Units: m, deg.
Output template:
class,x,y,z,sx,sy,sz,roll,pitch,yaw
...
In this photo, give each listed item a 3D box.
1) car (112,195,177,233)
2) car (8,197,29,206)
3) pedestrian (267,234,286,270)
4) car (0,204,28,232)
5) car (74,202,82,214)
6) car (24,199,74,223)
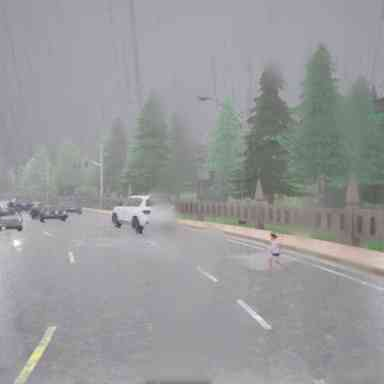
class,x,y,z,sx,sy,sz,roll,pitch,yaw
car,-2.970,1.218,19.847,2.150,2.045,5.566,0,0,-32
car,-18.568,1.347,36.019,2.097,1.767,4.553,0,0,-35
pedestrian,2.378,1.672,9.515,0.500,1.100,0.500,0,0,-16
car,-11.122,1.598,19.345,1.895,1.301,4.718,0,0,-35
car,-12.782,1.558,33.979,1.994,1.385,4.181,0,0,-35
car,-11.259,1.543,25.983,2.033,1.411,5.357,0,0,-36
